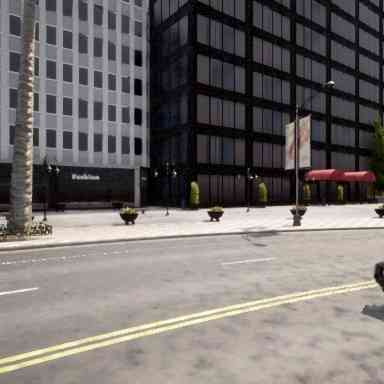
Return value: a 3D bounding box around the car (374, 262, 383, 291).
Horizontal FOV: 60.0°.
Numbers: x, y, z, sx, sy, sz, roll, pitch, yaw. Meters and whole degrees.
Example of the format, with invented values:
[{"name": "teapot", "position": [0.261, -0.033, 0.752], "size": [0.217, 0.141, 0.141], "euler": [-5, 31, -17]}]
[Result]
[{"name": "car", "position": [6.066, 1.601, 6.647], "size": [4.718, 1.301, 1.895], "euler": [0, 0, -23]}]
